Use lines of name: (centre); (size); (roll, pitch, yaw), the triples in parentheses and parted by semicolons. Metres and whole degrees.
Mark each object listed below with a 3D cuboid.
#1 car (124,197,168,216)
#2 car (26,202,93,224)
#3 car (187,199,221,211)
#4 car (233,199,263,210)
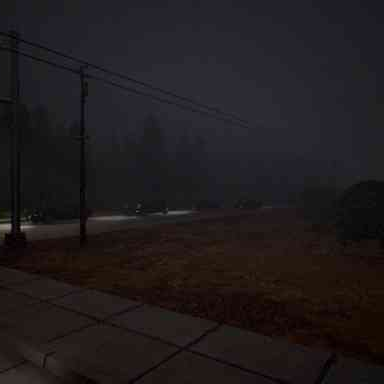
car: (-4.360, 1.312, 32.122); (2.097, 1.767, 4.553); (0, 0, 37)
car: (-9.766, 1.513, 24.833); (1.837, 1.490, 4.892); (0, 0, 37)
car: (1.491, 1.509, 39.995); (1.895, 1.301, 4.718); (0, 0, 37)
car: (7.064, 1.476, 41.320); (1.895, 1.301, 4.718); (0, 0, 37)
